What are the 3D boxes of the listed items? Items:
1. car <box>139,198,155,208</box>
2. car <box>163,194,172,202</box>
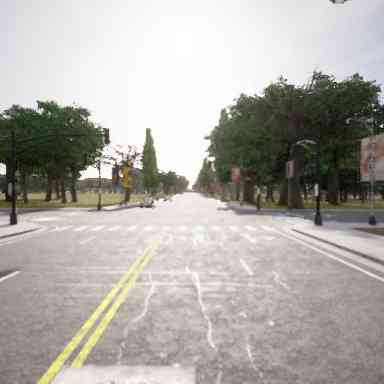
[{"bbox_3d":[-6.500,1.625,48.351,2.128,1.511,4.902,0,1,0],"label":"car"},{"bbox_3d":[-6.497,1.625,89.414,2.150,2.045,5.566,0,-1,0],"label":"car"}]
